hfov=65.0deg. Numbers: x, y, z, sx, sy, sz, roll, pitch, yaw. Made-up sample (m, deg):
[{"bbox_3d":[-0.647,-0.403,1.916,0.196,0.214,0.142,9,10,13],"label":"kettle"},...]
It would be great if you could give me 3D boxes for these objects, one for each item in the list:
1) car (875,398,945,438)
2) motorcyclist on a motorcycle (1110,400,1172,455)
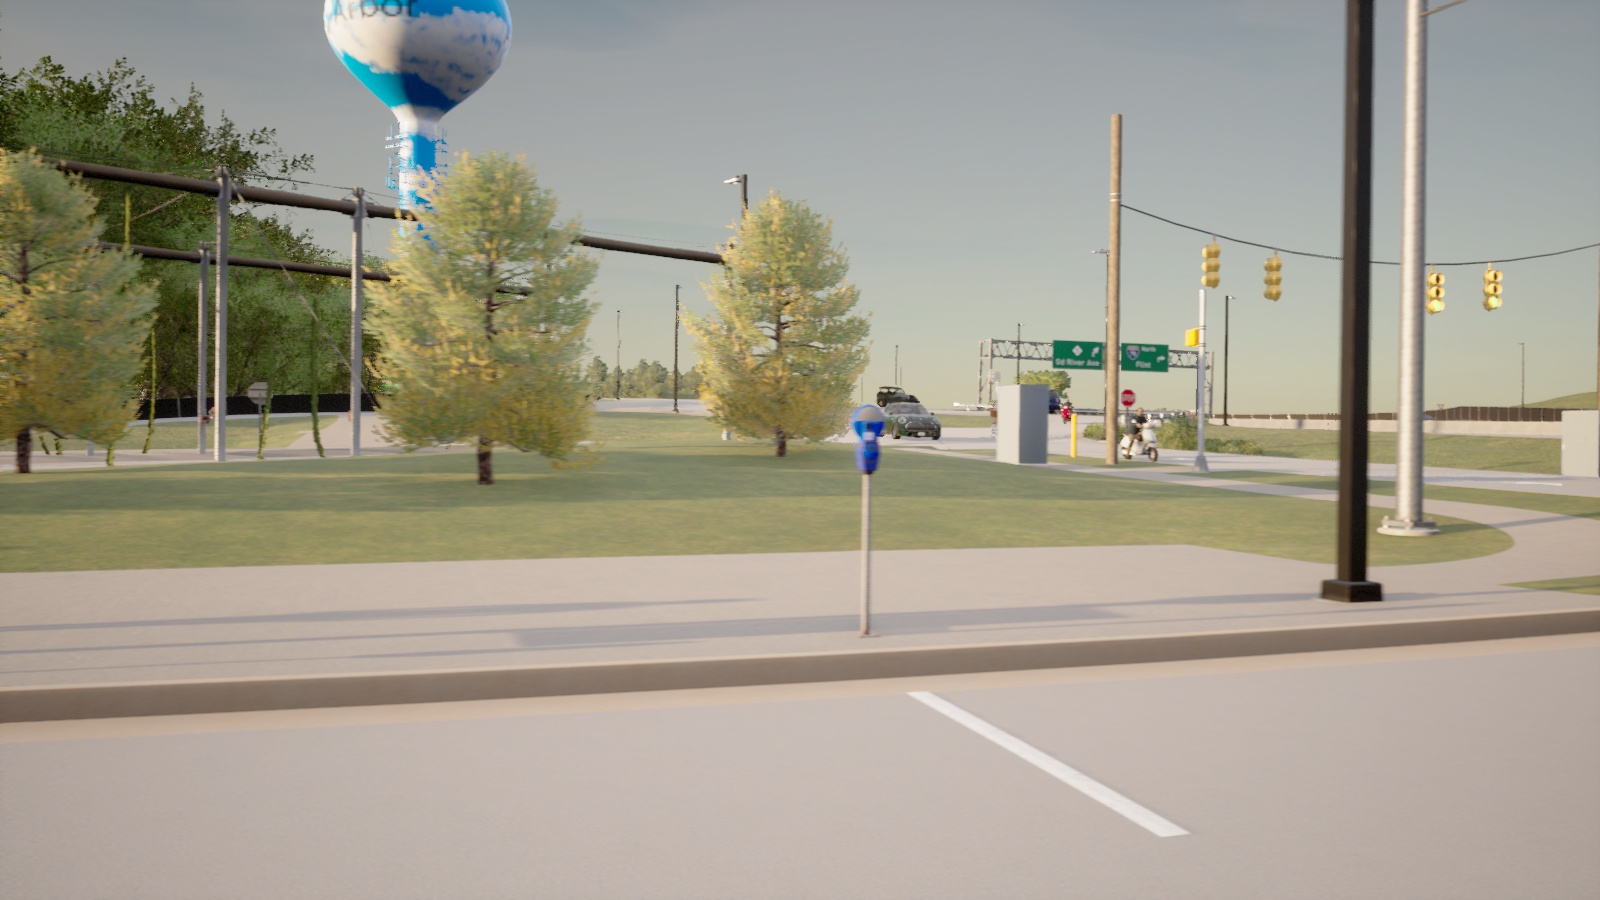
[{"bbox_3d":[5.028,-1.501,57.950,2.097,1.767,4.553,0,3,-10],"label":"car"},{"bbox_3d":[10.043,-0.684,37.048,0.866,1.590,1.817,-1,2,-19],"label":"motorcyclist on a motorcycle"}]
